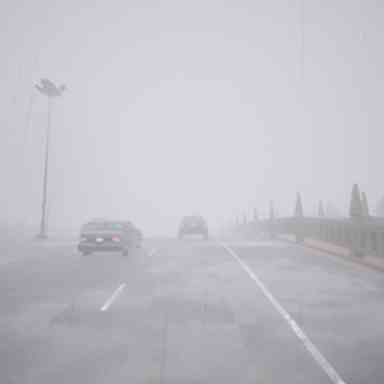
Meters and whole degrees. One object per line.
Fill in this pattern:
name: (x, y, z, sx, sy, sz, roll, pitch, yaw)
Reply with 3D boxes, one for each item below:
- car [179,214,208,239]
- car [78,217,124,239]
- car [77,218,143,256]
car: (0.103, 2.564, 25.026, 2.097, 1.767, 4.553, 0, -6, 0)
car: (-6.897, 2.787, 25.833, 2.128, 1.511, 4.902, 0, -6, 0)
car: (-3.398, 1.946, 14.722, 2.033, 1.411, 5.357, 0, -3, 0)
